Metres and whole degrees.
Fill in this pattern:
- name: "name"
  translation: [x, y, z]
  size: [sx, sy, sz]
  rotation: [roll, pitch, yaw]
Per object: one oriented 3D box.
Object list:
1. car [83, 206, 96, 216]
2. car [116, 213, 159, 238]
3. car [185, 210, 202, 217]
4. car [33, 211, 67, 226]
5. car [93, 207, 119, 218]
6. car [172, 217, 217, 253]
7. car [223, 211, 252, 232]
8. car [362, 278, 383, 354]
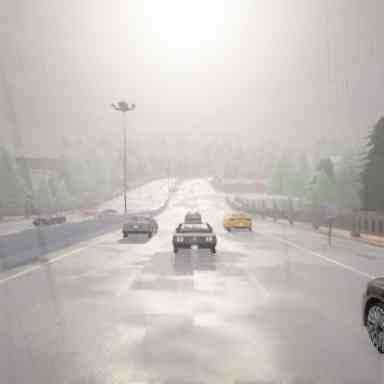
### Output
- name: "car"
  translation: [-17.470, 3.308, 58.104]
  size: [2.097, 1.767, 4.553]
  rotation: [0, -2, 0]
- name: "car"
  translation: [-3.389, 2.229, 22.432]
  size: [2.033, 1.411, 5.357]
  rotation: [0, -2, 0]
- name: "car"
  translation: [0.120, 2.836, 39.270]
  size: [1.994, 1.385, 4.181]
  rotation: [0, -2, 0]
- name: "car"
  translation: [-14.045, 2.621, 33.091]
  size: [1.994, 1.385, 4.181]
  rotation: [0, -2, 1]
- name: "car"
  translation: [-10.507, 2.879, 42.089]
  size: [1.837, 1.490, 4.892]
  rotation: [0, -3, 0]
- name: "car"
  translation: [0.108, 2.053, 15.886]
  size: [1.895, 1.301, 4.718]
  rotation: [0, -2, 0]
- name: "car"
  translation: [3.613, 2.320, 27.033]
  size: [1.882, 1.535, 5.008]
  rotation: [0, -2, 0]
- name: "car"
  translation: [3.602, 1.535, 3.343]
  size: [2.128, 1.511, 4.902]
  rotation: [0, -1, 0]
